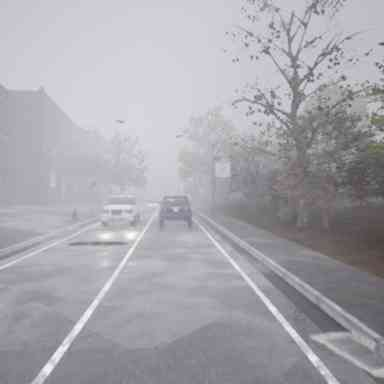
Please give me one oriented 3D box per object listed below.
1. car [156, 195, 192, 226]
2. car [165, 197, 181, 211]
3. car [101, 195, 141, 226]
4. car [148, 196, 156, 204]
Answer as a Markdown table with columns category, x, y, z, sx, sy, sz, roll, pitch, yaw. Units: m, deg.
| category | x | y | z | sx | sy | sz | roll | pitch | yaw |
| --- | --- | --- | --- | --- | --- | --- | --- | --- | --- |
| car | -1.191 | 1.226 | 23.492 | 2.150 | 2.045 | 5.566 | 0 | 0 | -4 |
| car | -2.418 | 1.470 | 41.825 | 1.882 | 1.535 | 5.008 | 0 | 0 | -4 |
| car | -4.901 | 1.219 | 23.568 | 2.150 | 2.045 | 5.566 | 0 | 0 | -4 |
| car | -7.605 | 1.471 | 65.208 | 2.128 | 1.511 | 4.902 | 0 | 0 | -3 |
